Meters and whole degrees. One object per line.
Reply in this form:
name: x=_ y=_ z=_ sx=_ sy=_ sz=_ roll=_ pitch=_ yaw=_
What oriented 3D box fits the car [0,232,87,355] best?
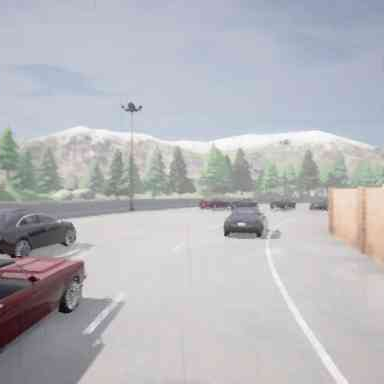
car: x=-3.192 y=1.571 z=4.658 sx=1.895 sy=1.301 sz=4.718 roll=0 pitch=0 yaw=5

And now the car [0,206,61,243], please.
car: x=-8.624 y=1.471 z=16.391 sx=1.994 sy=1.385 sz=4.181 roll=0 pitch=0 yaw=13

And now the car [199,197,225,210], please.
car: x=2.825 y=1.370 z=41.152 sx=1.882 sy=1.535 sz=5.008 roll=0 pitch=0 yaw=36

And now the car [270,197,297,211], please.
car: x=11.217 y=1.441 z=40.658 sx=1.837 sy=1.490 sz=4.892 roll=-1 pitch=-1 yaw=40

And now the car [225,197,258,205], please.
car: x=6.404 y=1.418 z=40.176 sx=1.837 sy=1.490 sz=4.892 roll=-1 pitch=-1 yaw=37

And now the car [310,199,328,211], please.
car: x=16.227 y=1.524 z=41.036 sx=1.994 sy=1.385 sz=4.181 roll=0 pitch=0 yaw=44

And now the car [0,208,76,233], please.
car: x=-5.973 y=1.426 z=11.919 sx=2.128 sy=1.511 sz=4.902 roll=0 pitch=0 yaw=9

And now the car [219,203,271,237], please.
car: x=2.970 y=1.525 z=18.001 sx=1.994 sy=1.385 sz=4.181 roll=0 pitch=0 yaw=17
